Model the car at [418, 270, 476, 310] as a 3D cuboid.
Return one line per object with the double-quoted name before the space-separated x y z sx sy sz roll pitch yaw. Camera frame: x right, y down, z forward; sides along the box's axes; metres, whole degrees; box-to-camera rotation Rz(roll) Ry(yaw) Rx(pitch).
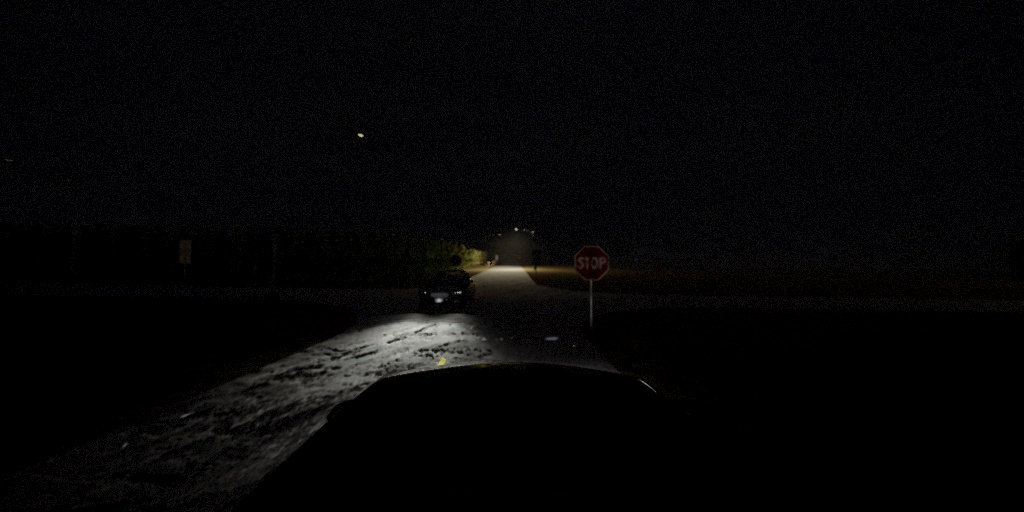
"car" -2.678 1.378 15.665 2.128 1.511 4.902 0 0 0
